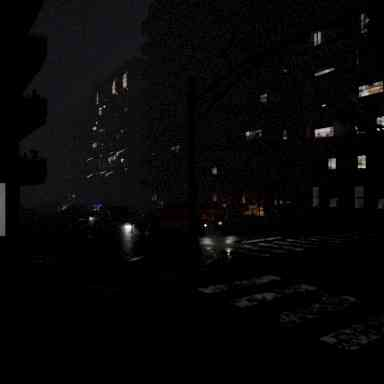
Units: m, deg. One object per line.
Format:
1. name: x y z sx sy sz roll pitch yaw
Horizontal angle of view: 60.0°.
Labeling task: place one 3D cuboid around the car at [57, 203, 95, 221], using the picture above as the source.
1. car: -11.877 2.163 33.835 1.887 1.381 4.507 -1 0 -36

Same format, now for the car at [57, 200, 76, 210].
1. car: -25.107 2.523 66.294 2.192 1.841 5.009 -1 0 -36

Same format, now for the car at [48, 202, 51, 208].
1. car: -28.433 2.623 70.880 2.192 1.841 5.009 -1 0 -36

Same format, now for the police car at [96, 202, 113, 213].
1. police car: -12.311 2.256 49.488 1.930 1.638 5.238 0 -1 -36

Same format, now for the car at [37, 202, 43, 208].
1. car: -35.076 3.049 80.050 1.887 1.381 4.507 -1 0 -36

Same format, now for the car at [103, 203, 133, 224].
1. car: -6.024 2.001 30.200 1.837 1.490 4.892 0 -1 -36

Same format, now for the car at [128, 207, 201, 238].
1. car: -1.804 1.832 19.941 1.752 1.417 4.829 -1 0 -36

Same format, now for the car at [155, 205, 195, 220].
1. car: -1.830 2.045 34.199 1.887 1.381 4.507 -1 0 -36

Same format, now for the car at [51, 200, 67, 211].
1. car: -23.220 2.600 59.366 1.837 1.490 4.892 0 -1 -36

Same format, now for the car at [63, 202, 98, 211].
1. car: -13.879 2.286 41.058 2.033 1.411 5.357 0 -1 -36

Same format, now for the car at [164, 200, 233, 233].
1. car: 0.038 1.531 21.826 2.150 2.045 5.566 0 -1 -36

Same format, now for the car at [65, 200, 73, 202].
1. car: -17.691 2.418 51.738 2.128 1.511 4.902 0 -1 -36

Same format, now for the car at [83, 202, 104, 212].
1. car: -16.351 2.432 55.069 1.882 1.535 5.008 0 -1 -36

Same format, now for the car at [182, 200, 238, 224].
1. car: 1.488 1.713 29.615 2.192 1.841 5.009 -1 0 -36

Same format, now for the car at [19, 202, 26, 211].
1. car: -31.825 2.769 61.346 1.887 1.381 4.507 -1 0 -36

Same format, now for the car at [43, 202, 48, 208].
1. car: -31.750 2.972 75.464 1.947 1.339 4.313 -1 0 -36

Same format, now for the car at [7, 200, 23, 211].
1. car: -35.154 2.639 65.931 2.192 1.841 5.009 -1 0 -36
